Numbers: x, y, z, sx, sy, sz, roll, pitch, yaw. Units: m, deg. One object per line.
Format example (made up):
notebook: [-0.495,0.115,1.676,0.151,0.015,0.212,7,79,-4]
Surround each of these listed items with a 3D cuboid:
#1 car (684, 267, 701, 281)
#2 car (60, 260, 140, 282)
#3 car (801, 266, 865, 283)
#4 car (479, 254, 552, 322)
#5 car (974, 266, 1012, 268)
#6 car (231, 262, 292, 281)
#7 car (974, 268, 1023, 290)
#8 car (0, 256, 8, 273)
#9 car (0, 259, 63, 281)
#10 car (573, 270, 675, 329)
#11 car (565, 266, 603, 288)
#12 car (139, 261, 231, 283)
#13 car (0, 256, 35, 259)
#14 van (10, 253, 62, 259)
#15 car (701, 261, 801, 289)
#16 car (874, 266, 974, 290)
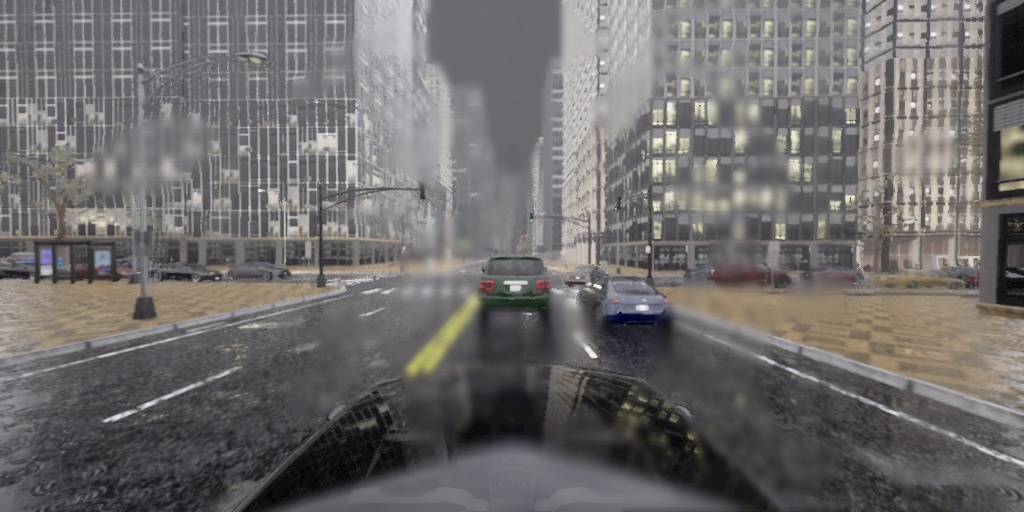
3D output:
car: [16.870,1.413,30.305,4.181,1.385,1.994,1,1,1]
car: [-28.420,1.123,25.193,4.207,1.307,1.802,0,0,1]
car: [26.864,1.501,30.141,4.181,1.385,1.994,0,1,1]
car: [0.099,0.958,12.387,2.150,2.045,5.566,0,0,0]
car: [37.420,1.577,29.947,5.357,1.411,2.033,1,1,1]
car: [-19.469,1.141,27.702,4.181,1.385,1.994,1,1,1]
car: [33.108,1.672,24.254,4.207,1.307,1.802,0,0,1]
car: [-47.934,0.766,31.472,4.892,1.490,1.837,0,1,1]
car: [-34.101,1.054,25.365,4.313,1.339,1.948,0,0,1]
car: [3.348,1.301,11.204,1.994,1.385,4.181,0,0,0]
car: [5.280,1.387,24.374,2.033,1.411,5.357,0,0,29]
car: [-22.736,1.159,25.061,4.313,1.339,1.948,0,0,1]
car: [-39.511,0.920,28.111,4.674,1.442,1.812,1,1,2]
van: [-45.293,0.583,34.023,3.998,1.789,1.690,0,0,1]
car: [16.189,1.256,24.541,5.009,1.841,2.192,0,0,1]
car: [27.638,1.566,24.347,4.829,1.417,1.751,0,0,1]
